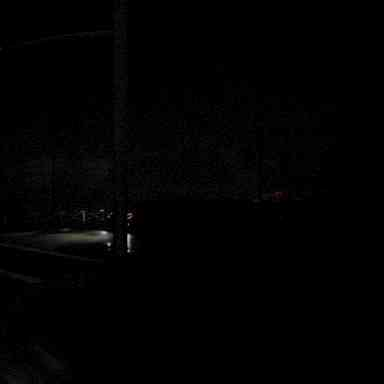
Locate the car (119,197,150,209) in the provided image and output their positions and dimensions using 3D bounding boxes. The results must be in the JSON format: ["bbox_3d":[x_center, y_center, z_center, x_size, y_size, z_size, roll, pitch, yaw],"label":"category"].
[{"bbox_3d":[-7.527,1.384,43.861,1.970,1.475,3.806,0,0,35],"label":"car"}]

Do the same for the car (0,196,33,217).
[{"bbox_3d":[-15.847,1.340,26.945,2.007,1.523,4.514,0,0,35],"label":"car"}]

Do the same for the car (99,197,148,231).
[{"bbox_3d":[-3.087,1.352,20.594,2.097,1.767,4.553,0,0,35],"label":"car"}]

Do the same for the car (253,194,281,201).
[{"bbox_3d":[8.393,1.221,37.074,2.150,2.045,5.566,0,0,35],"label":"car"}]

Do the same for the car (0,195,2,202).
[{"bbox_3d":[-41.427,1.298,67.598,2.007,1.523,4.514,0,0,35],"label":"car"}]

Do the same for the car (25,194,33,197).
[{"bbox_3d":[-34.363,1.232,71.233,1.970,1.475,3.806,0,0,35],"label":"car"}]

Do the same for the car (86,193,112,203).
[{"bbox_3d":[-15.890,1.097,59.048,1.932,1.855,4.605,0,0,35],"label":"car"}]

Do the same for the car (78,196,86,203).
[{"bbox_3d":[-18.500,1.077,60.391,1.905,1.878,3.866,0,0,35],"label":"car"}]

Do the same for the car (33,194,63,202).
[{"bbox_3d":[-28.940,1.154,67.787,2.152,1.636,5.027,0,0,35],"label":"car"}]

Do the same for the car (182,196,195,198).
[{"bbox_3d":[-0.805,1.374,48.194,1.845,1.501,3.633,0,0,35],"label":"car"}]
